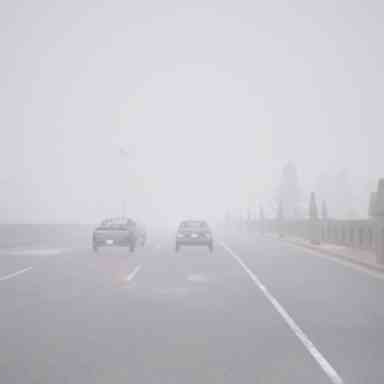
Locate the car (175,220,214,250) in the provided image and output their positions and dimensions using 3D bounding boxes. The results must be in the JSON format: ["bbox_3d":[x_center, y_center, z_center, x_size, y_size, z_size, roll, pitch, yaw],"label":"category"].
[{"bbox_3d":[0.102,2.111,16.934,2.033,1.411,5.357,0,-4,0],"label":"car"}]

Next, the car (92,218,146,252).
[{"bbox_3d":[-3.398,2.003,16.160,2.128,1.511,4.902,0,-4,0],"label":"car"}]

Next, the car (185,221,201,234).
[{"bbox_3d":[0.105,4.012,37.991,1.812,1.442,4.674,0,-5,0],"label":"car"}]
